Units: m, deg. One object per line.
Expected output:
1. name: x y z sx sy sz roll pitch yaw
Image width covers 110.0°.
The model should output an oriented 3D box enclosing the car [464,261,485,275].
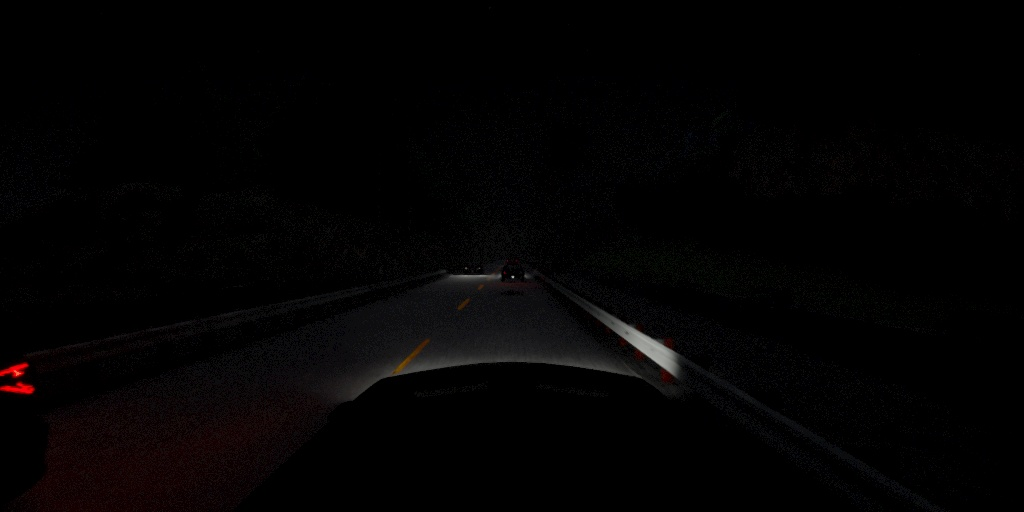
1. car: -4.111 1.280 39.638 1.812 1.442 4.674 0 0 0

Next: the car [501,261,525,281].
1. car: 0.065 1.354 30.396 1.895 1.301 4.718 0 0 0

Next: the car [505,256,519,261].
1. car: 0.036 0.978 63.953 2.150 2.045 5.566 0 0 0
